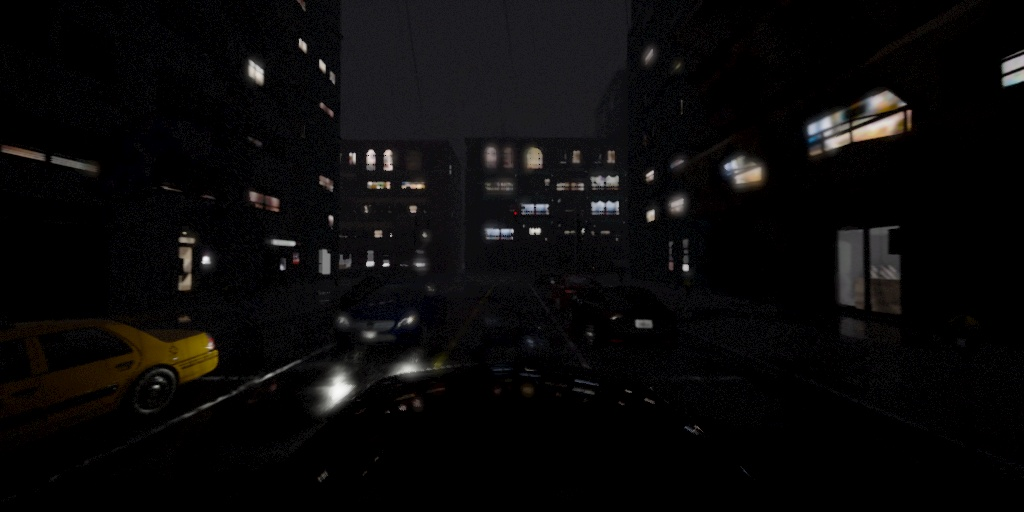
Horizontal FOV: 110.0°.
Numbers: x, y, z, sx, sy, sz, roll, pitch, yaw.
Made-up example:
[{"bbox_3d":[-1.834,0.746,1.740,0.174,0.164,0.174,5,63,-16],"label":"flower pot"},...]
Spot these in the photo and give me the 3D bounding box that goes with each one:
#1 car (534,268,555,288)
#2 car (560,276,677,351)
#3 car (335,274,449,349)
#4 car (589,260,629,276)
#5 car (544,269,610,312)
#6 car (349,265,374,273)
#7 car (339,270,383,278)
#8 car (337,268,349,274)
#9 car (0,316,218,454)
[{"bbox_3d":[2.568,1.526,25.759,1.948,1.339,4.313,0,0,0],"label":"car"},{"bbox_3d":[2.567,1.377,9.067,1.948,1.339,4.313,0,0,0],"label":"car"},{"bbox_3d":[-2.848,1.341,9.532,1.812,1.442,4.674,0,0,0],"label":"car"},{"bbox_3d":[10.926,1.410,40.020,4.674,1.442,1.812,0,-1,0],"label":"car"},{"bbox_3d":[2.567,1.405,14.632,1.888,1.381,4.507,0,0,0],"label":"car"},{"bbox_3d":[-19.694,1.849,45.283,4.403,1.370,2.007,0,0,0],"label":"car"},{"bbox_3d":[-5.281,1.425,14.608,1.948,1.339,4.313,0,0,0],"label":"car"},{"bbox_3d":[-19.652,1.576,37.146,4.097,1.591,1.967,0,0,0],"label":"car"},{"bbox_3d":[-5.295,1.290,3.309,1.751,1.417,4.829,0,0,0],"label":"car"}]
